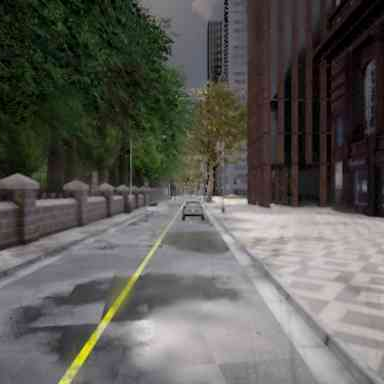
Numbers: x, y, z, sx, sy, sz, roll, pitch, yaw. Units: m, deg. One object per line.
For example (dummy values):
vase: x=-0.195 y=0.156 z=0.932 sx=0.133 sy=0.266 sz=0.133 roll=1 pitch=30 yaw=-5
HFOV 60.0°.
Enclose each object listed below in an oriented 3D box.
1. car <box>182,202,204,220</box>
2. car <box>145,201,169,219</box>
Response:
car: x=0.098 y=1.552 z=28.620 sx=2.033 sy=1.411 sz=5.357 roll=0 pitch=0 yaw=0
car: x=-3.001 y=1.531 z=29.391 sx=1.812 sy=1.442 sz=4.674 roll=0 pitch=0 yaw=0
